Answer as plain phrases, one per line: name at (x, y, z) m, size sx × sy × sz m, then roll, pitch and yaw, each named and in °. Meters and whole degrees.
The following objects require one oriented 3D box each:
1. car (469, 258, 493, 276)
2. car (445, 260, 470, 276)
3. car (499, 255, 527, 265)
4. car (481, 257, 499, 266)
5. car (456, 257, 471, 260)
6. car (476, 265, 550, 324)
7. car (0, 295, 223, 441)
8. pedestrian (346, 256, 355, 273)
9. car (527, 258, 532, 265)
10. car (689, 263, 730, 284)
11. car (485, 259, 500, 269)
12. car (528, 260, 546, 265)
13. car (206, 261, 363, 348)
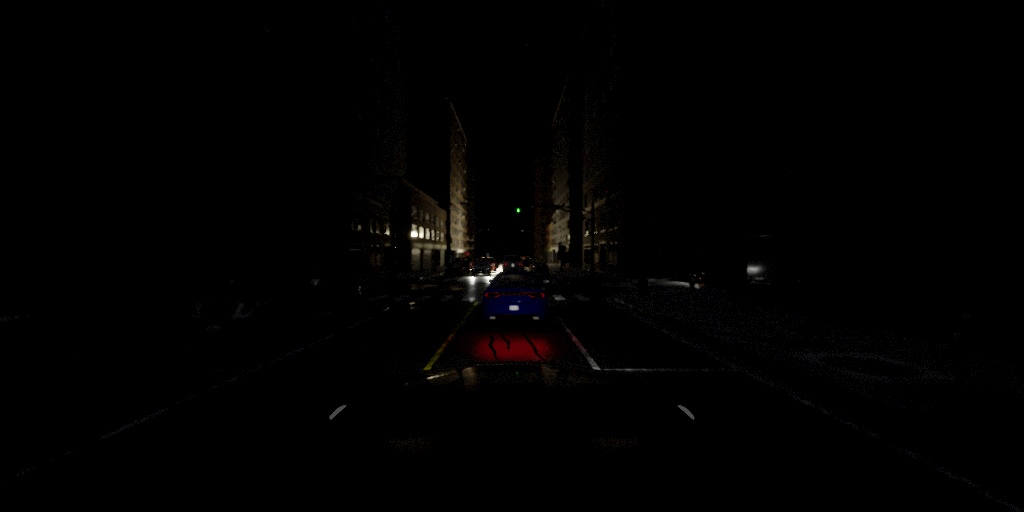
car at (-3.108, 1.248, 36.874) m, size 1.812 × 1.442 × 4.674 m, roll 0°, pitch 0°, yaw -3°
car at (-5.675, 1.304, 36.336) m, size 1.802 × 1.307 × 4.207 m, roll 0°, pitch 0°, yaw 0°
car at (0.093, 0.943, 37.217) m, size 2.150 × 2.045 × 5.566 m, roll 0°, pitch 0°, yaw 0°
car at (-3.094, 1.073, 46.568) m, size 2.097 × 1.767 × 4.553 m, roll 0°, pitch 0°, yaw 0°
car at (-5.677, 1.036, 41.901) m, size 2.192 × 1.841 × 5.009 m, roll 0°, pitch 0°, yaw 0°
car at (0.230, 1.216, 11.936) m, size 1.882 × 1.535 × 5.008 m, roll 0°, pitch 0°, yaw 4°
car at (-5.669, 1.329, 3.754) m, size 1.802 × 1.307 × 4.207 m, roll 0°, pitch 0°, yaw 0°
pedestrian at (-12.550, 0.871, 27.858) m, size 0.375 × 1.860 × 0.375 m, roll 0°, pitch 1°, yaw 0°
car at (2.849, 1.246, 42.098) m, size 1.751 × 1.417 × 4.829 m, roll 0°, pitch 0°, yaw 0°
car at (14.677, 1.167, 24.929) m, size 4.181 × 1.385 × 1.994 m, roll 0°, pitch 1°, yaw 0°
car at (-3.031, 1.215, 56.893) m, size 2.128 × 1.511 × 4.902 m, roll 0°, pitch 0°, yaw 0°
car at (2.850, 1.304, 36.365) m, size 1.802 × 1.307 × 4.207 m, roll 0°, pitch 0°, yaw 0°
car at (-5.670, 1.055, 9.336) m, size 2.192 × 1.841 × 5.009 m, roll 0°, pitch 0°, yaw 0°
